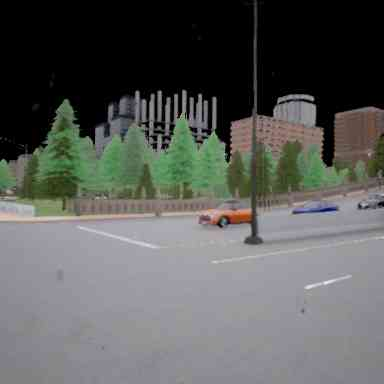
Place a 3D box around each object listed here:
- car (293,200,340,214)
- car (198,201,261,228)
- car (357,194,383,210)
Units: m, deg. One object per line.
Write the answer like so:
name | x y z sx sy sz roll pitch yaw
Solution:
car | 10.802 1.513 28.852 5.008 1.535 1.882 -2 1 -35
car | 2.639 1.463 23.046 4.553 1.767 2.097 0 0 -35
car | 19.250 1.008 34.819 4.902 1.511 2.128 -5 3 -35
